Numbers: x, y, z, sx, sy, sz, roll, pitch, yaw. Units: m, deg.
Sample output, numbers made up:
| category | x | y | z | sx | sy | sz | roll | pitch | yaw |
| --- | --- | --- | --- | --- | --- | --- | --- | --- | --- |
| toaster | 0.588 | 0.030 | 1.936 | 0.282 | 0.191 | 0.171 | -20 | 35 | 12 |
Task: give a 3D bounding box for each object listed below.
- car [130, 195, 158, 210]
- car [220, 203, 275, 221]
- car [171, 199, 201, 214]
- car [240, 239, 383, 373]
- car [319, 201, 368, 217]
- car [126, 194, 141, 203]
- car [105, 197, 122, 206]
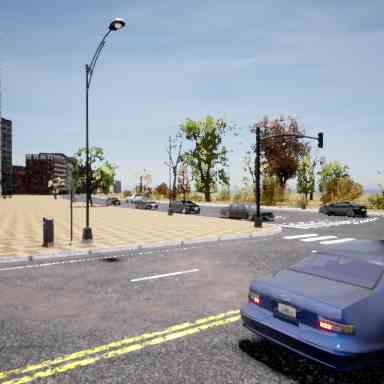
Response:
| category | x | y | z | sx | sy | sz | roll | pitch | yaw |
| --- | --- | --- | --- | --- | --- | --- | --- | --- | --- |
| car | -6.266 | 1.595 | 45.584 | 2.128 | 1.511 | 4.902 | 0 | 0 | -31 |
| car | 4.483 | 1.604 | 28.025 | 2.033 | 1.411 | 5.357 | 0 | 0 | -31 |
| car | -0.863 | 1.586 | 36.709 | 1.837 | 1.490 | 4.892 | 0 | 0 | -32 |
| car | 3.283 | 1.547 | 5.640 | 5.357 | 1.411 | 2.033 | 0 | 0 | -34 |
| car | 14.182 | 1.577 | 31.335 | 1.994 | 1.385 | 4.181 | 0 | 0 | -34 |
| car | -11.982 | 1.335 | 68.837 | 2.150 | 2.045 | 5.566 | 0 | 0 | -29 |
| car | -13.957 | 1.664 | 58.855 | 1.837 | 1.490 | 4.892 | 0 | 0 | -30 |
